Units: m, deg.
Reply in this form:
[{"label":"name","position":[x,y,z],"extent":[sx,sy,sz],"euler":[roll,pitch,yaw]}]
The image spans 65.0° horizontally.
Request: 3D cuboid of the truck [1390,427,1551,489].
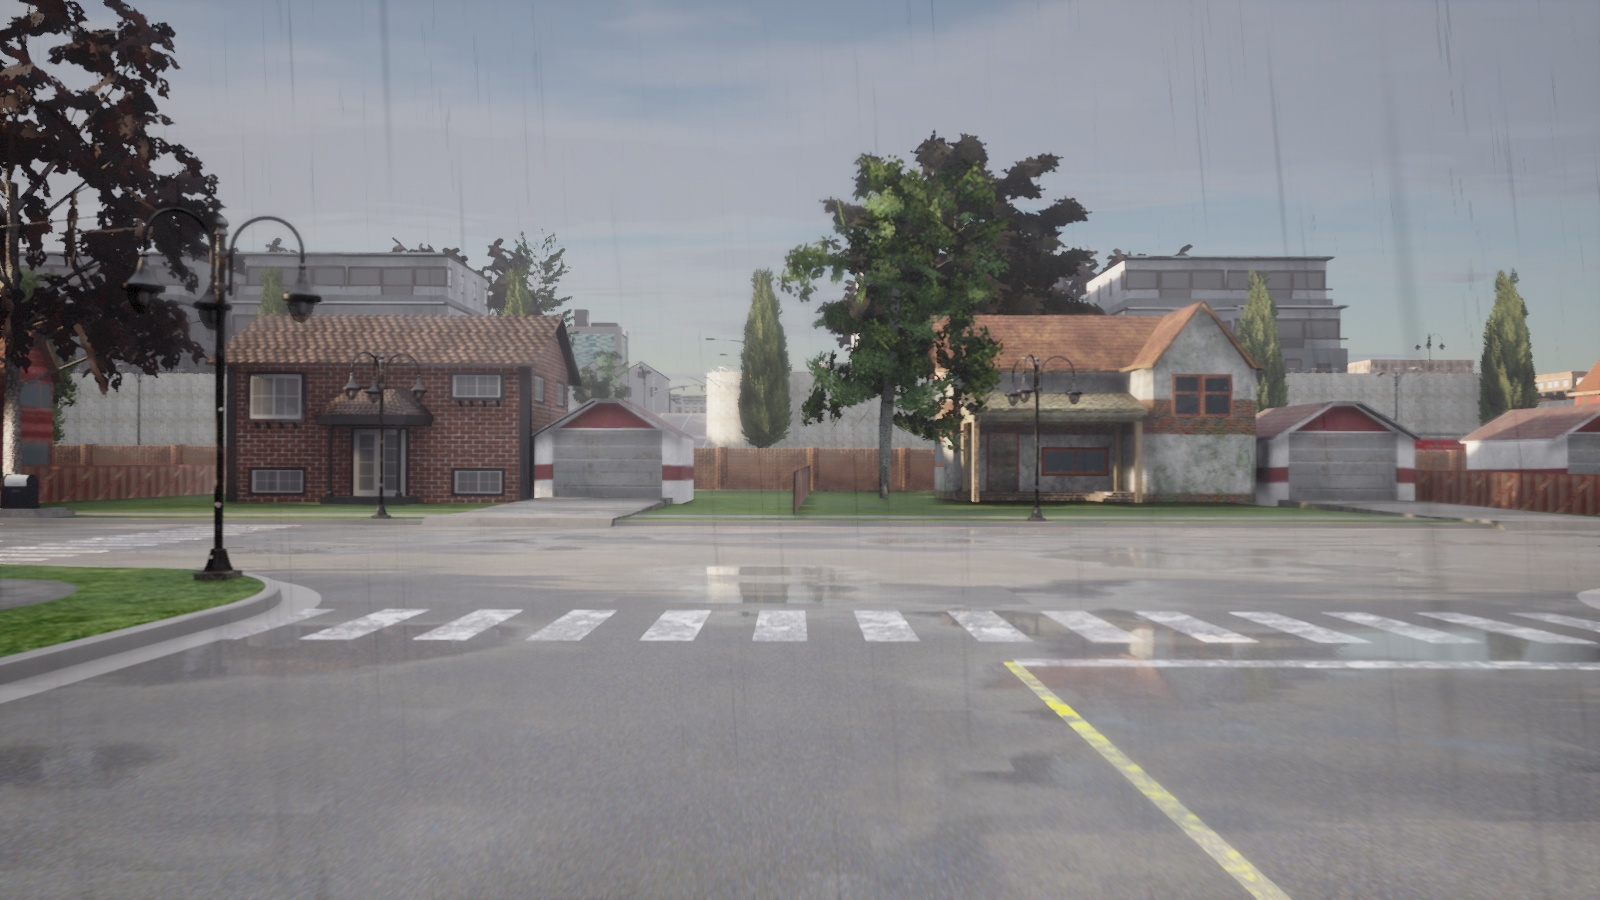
[{"label":"truck","position":[41.974,0.502,78.784],"extent":[8.468,3.827,2.891],"euler":[0,-1,1]}]
